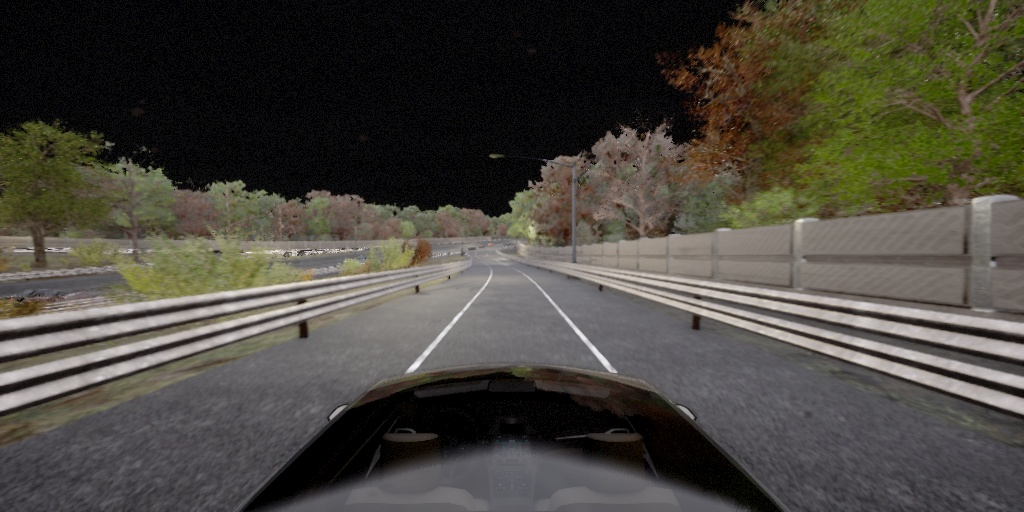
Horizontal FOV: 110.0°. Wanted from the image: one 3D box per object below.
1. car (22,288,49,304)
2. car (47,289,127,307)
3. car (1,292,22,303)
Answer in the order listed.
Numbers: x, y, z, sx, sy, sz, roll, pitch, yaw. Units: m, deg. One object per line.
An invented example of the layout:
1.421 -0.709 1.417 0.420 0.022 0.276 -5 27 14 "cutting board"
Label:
-43.324 3.948 35.039 1.895 1.301 4.718 1 4 14 "car"
-39.934 3.944 34.147 1.812 1.442 4.674 1 4 14 "car"
-46.732 3.883 35.840 1.895 1.301 4.718 1 4 14 "car"
